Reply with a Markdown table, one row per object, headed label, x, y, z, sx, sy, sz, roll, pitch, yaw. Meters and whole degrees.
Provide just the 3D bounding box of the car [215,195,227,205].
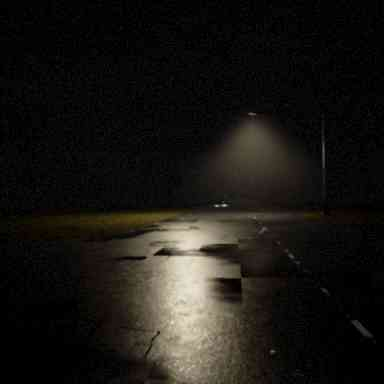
| label | x | y | z | sx | sy | sz | roll | pitch | yaw |
| --- | --- | --- | --- | --- | --- | --- | --- | --- | --- |
| car | 6.552 | 1.790 | 74.696 | 2.150 | 2.045 | 5.566 | -1 | -1 | 13 |
